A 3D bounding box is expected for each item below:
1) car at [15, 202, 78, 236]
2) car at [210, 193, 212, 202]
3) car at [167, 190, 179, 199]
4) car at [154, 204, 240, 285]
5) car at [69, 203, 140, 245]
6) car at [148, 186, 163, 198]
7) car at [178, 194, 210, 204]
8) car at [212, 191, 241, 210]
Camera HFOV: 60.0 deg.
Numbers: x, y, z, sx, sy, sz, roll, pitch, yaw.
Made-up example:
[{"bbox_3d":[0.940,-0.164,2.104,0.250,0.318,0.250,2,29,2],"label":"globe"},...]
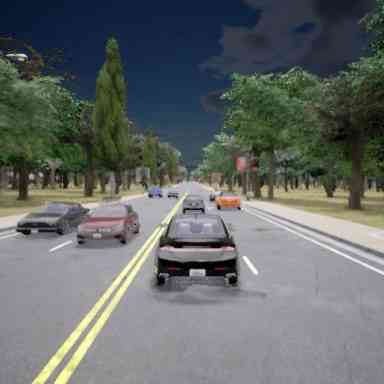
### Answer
[{"bbox_3d":[-6.581,1.212,16.563,2.033,1.411,5.357,0,1,0],"label":"car"},{"bbox_3d":[3.367,0.676,46.336,1.895,1.301,4.718,0,1,0],"label":"car"},{"bbox_3d":[-3.236,0.423,56.618,2.033,1.411,5.357,0,1,1],"label":"car"},{"bbox_3d":[0.111,1.309,8.908,2.128,1.511,4.902,0,1,0],"label":"car"},{"bbox_3d":[-3.334,1.240,14.042,1.812,1.442,4.674,0,1,0],"label":"car"},{"bbox_3d":[-6.470,0.035,59.430,2.150,2.045,5.566,0,1,1],"label":"car"},{"bbox_3d":[0.132,0.982,28.097,2.033,1.411,5.357,0,1,0],"label":"car"},{"bbox_3d":[3.370,0.709,32.001,2.097,1.767,4.553,0,1,0],"label":"car"}]
